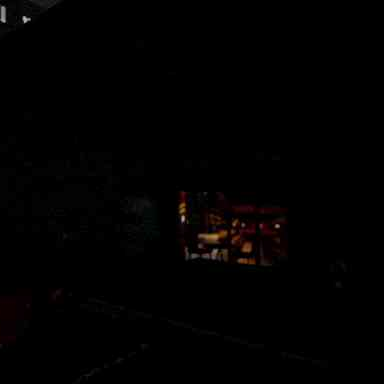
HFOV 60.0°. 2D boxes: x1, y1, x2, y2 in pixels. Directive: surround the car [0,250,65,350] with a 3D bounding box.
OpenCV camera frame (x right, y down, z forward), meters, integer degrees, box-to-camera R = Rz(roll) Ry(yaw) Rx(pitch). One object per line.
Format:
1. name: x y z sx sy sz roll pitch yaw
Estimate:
1. car: -3.837 1.644 5.624 4.206 1.307 1.802 -1 -1 36
